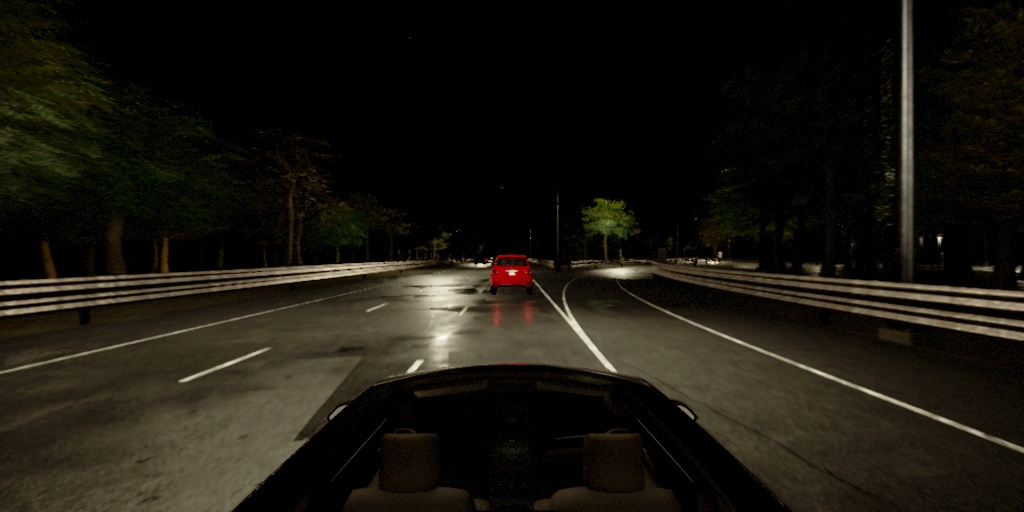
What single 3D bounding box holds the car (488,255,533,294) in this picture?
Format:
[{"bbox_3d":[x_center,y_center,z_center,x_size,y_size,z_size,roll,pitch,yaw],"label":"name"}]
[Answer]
[{"bbox_3d":[-0.005,0.972,20.465,2.150,2.045,5.566,0,0,0],"label":"car"}]
